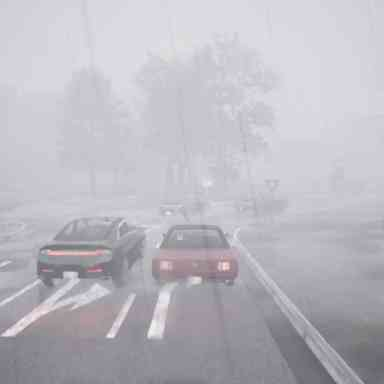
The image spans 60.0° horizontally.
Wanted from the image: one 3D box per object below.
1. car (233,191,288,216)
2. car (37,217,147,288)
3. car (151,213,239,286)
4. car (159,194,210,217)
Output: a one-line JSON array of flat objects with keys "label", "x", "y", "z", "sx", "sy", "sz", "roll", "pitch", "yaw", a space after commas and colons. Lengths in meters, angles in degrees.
[{"label": "car", "x": 4.923, "y": 0.721, "z": 23.350, "sx": 4.902, "sy": 1.511, "sz": 2.128, "roll": -5, "pitch": 7, "yaw": -45}, {"label": "car", "x": -2.422, "y": 1.416, "z": 9.104, "sx": 2.128, "sy": 1.511, "sz": 4.902, "roll": 0, "pitch": 1, "yaw": 0}, {"label": "car", "x": 0.090, "y": 1.525, "z": 9.236, "sx": 1.895, "sy": 1.301, "sz": 4.718, "roll": 0, "pitch": 1, "yaw": 1}, {"label": "car", "x": -0.378, "y": 0.849, "z": 21.816, "sx": 2.128, "sy": 1.511, "sz": 4.902, "roll": 2, "pitch": 5, "yaw": 24}]
